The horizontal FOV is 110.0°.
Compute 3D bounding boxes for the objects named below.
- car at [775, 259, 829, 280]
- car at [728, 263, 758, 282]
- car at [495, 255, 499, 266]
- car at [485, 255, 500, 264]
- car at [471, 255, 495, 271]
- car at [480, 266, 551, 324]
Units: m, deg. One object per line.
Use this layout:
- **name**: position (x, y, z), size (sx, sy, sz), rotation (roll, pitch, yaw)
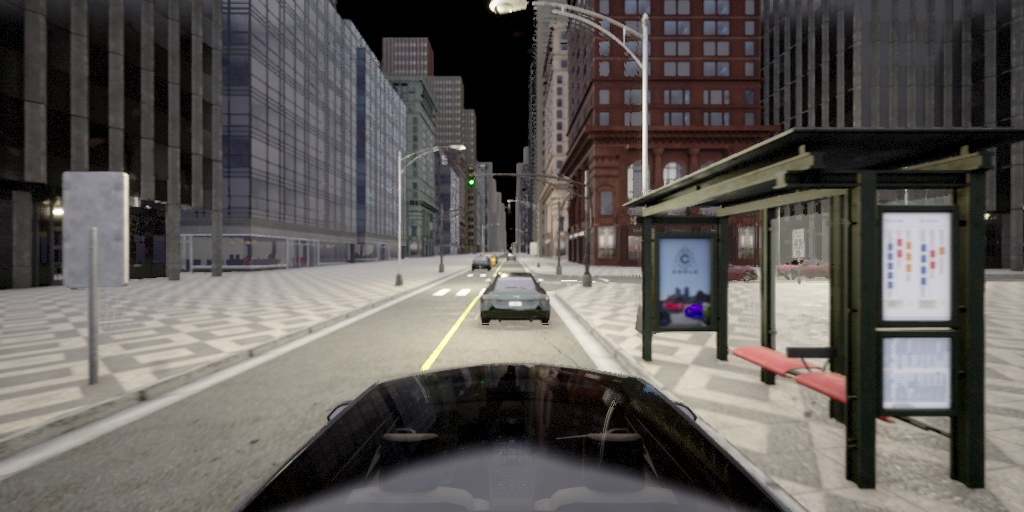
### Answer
- **car**: position (20.770, 0.907, 25.591), size (4.674, 1.442, 1.812), rotation (0, 0, 0)
- **car**: position (12.773, 0.940, 22.486), size (4.674, 1.442, 1.812), rotation (0, 0, 1)
- **car**: position (-3.163, 0.600, 47.966), size (1.882, 1.535, 5.008), rotation (0, 1, 0)
- **car**: position (-3.135, 0.512, 58.637), size (2.033, 1.411, 5.357), rotation (0, 1, 0)
- **car**: position (-3.154, 0.744, 37.941), size (1.882, 1.535, 5.008), rotation (0, 1, 0)
- **car**: position (0.085, 1.193, 11.368), size (1.994, 1.385, 4.181), rotation (0, 1, 0)
